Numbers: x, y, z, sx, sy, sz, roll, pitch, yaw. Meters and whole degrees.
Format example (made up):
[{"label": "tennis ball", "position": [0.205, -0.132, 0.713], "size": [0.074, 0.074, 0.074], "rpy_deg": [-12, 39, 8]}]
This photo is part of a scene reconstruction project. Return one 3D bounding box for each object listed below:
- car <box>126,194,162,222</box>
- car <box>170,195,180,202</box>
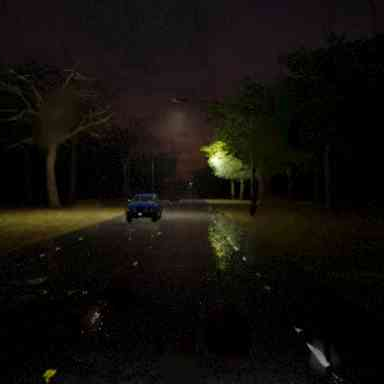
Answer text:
[{"label": "car", "position": [-3.612, 1.167, 25.861], "size": [2.150, 2.045, 5.566], "rpy_deg": [0, 0, 0]}, {"label": "car", "position": [-3.537, 1.340, 68.273], "size": [1.837, 1.490, 4.892], "rpy_deg": [0, 1, 0]}]
